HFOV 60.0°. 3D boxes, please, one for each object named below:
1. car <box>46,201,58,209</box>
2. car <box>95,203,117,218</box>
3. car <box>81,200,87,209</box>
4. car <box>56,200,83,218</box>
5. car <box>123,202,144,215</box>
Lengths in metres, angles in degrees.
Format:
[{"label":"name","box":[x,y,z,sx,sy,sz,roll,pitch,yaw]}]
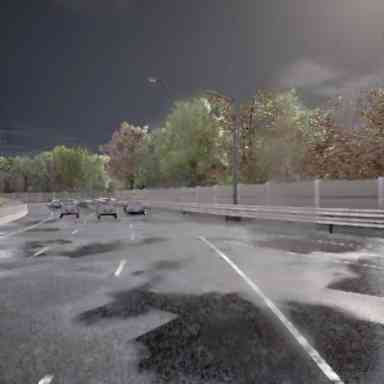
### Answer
[{"label":"car","box":[-23.729,2.197,57.136,1.994,1.385,4.181,0,-1,-32]},{"label":"car","box":[-8.753,1.870,33.758,2.033,1.411,5.357,0,0,-19]},{"label":"car","box":[-19.124,2.087,56.367,1.837,1.490,4.892,0,-1,-31]},{"label":"car","box":[-12.910,1.921,35.147,2.033,1.411,5.357,0,0,-20]},{"label":"car","box":[-6.704,1.784,38.135,1.994,1.385,4.181,-2,4,-18]}]
